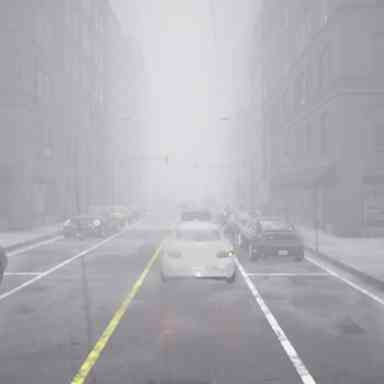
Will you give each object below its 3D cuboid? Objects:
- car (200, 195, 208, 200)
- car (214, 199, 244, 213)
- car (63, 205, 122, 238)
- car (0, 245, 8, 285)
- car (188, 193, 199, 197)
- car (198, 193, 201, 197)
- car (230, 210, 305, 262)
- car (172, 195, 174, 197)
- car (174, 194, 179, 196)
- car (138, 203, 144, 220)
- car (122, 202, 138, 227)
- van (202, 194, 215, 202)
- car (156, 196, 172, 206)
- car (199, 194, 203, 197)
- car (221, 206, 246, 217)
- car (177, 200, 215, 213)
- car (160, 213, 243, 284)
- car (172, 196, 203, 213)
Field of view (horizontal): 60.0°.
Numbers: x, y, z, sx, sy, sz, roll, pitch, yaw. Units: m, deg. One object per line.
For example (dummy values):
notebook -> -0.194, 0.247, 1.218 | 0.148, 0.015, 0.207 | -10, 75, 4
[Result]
car -> 3.386, 1.588, 95.444 | 1.967, 1.590, 4.097 | 0, 0, 0
car -> 2.806, 1.481, 23.077 | 1.967, 1.590, 4.097 | 0, 0, 0
car -> -5.263, 1.471, 17.615 | 1.967, 1.590, 4.097 | 0, 0, 0
car -> -5.351, 1.594, 6.578 | 1.802, 1.307, 4.206 | 0, 0, 0
car -> 0.671, 1.489, 85.796 | 2.097, 1.767, 4.553 | 0, 0, 0
car -> 3.295, 1.451, 84.082 | 2.192, 1.841, 5.009 | 0, 0, 0
car -> 2.718, 1.572, 12.039 | 2.008, 1.369, 4.403 | 0, 0, 0
car -> -4.912, 1.650, 61.413 | 1.887, 1.381, 4.507 | 0, 0, 0
car -> -4.777, 1.656, 78.289 | 1.752, 1.417, 4.829 | 0, 0, 0
car -> -5.174, 1.601, 28.651 | 2.008, 1.369, 4.403 | 0, 0, 0
car -> -5.220, 1.566, 22.963 | 1.752, 1.417, 4.829 | 0, 0, 0
van -> 3.067, 1.437, 55.676 | 1.690, 1.788, 3.998 | 0, 0, 0
car -> -4.958, 1.647, 55.732 | 2.008, 1.369, 4.403 | 0, 0, 0
car -> 3.249, 1.712, 78.400 | 1.802, 1.307, 4.206 | 0, 0, 0
car -> 2.762, 1.613, 17.558 | 1.802, 1.307, 4.206 | 0, 0, 0
car -> 0.263, 1.516, 21.805 | 1.882, 1.535, 5.008 | 0, 0, 0
car -> 0.162, 1.543, 9.531 | 1.812, 1.442, 4.674 | 0, 0, 0
car -> -0.597, 1.539, 34.935 | 1.882, 1.535, 5.008 | 0, 0, -11
